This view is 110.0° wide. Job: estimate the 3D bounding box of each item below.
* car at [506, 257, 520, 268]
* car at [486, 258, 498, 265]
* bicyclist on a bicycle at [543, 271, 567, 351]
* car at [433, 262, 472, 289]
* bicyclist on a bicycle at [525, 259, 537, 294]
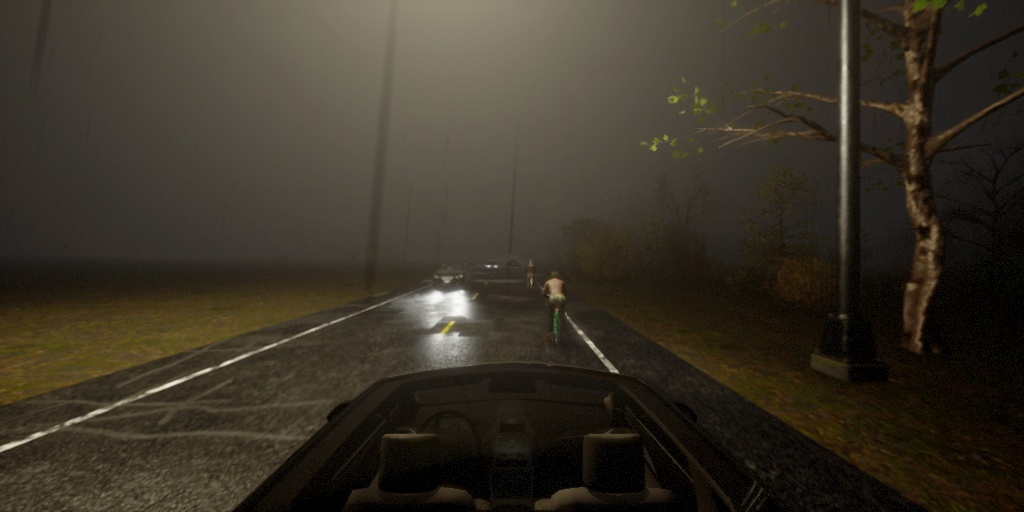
[{"bbox_3d":[0.123,1.033,53.996,1.994,1.385,4.181,0,0,0],"label":"car"},{"bbox_3d":[-3.506,0.979,64.007,1.994,1.385,4.181,0,0,1],"label":"car"},{"bbox_3d":[0.964,1.169,7.949,0.582,1.620,1.656,0,0,0],"label":"bicyclist on a bicycle"},{"bbox_3d":[-3.588,1.131,22.240,2.128,1.511,4.902,0,0,0],"label":"car"},{"bbox_3d":[0.970,1.030,18.499,0.659,1.776,1.843,0,1,0],"label":"bicyclist on a bicycle"}]
